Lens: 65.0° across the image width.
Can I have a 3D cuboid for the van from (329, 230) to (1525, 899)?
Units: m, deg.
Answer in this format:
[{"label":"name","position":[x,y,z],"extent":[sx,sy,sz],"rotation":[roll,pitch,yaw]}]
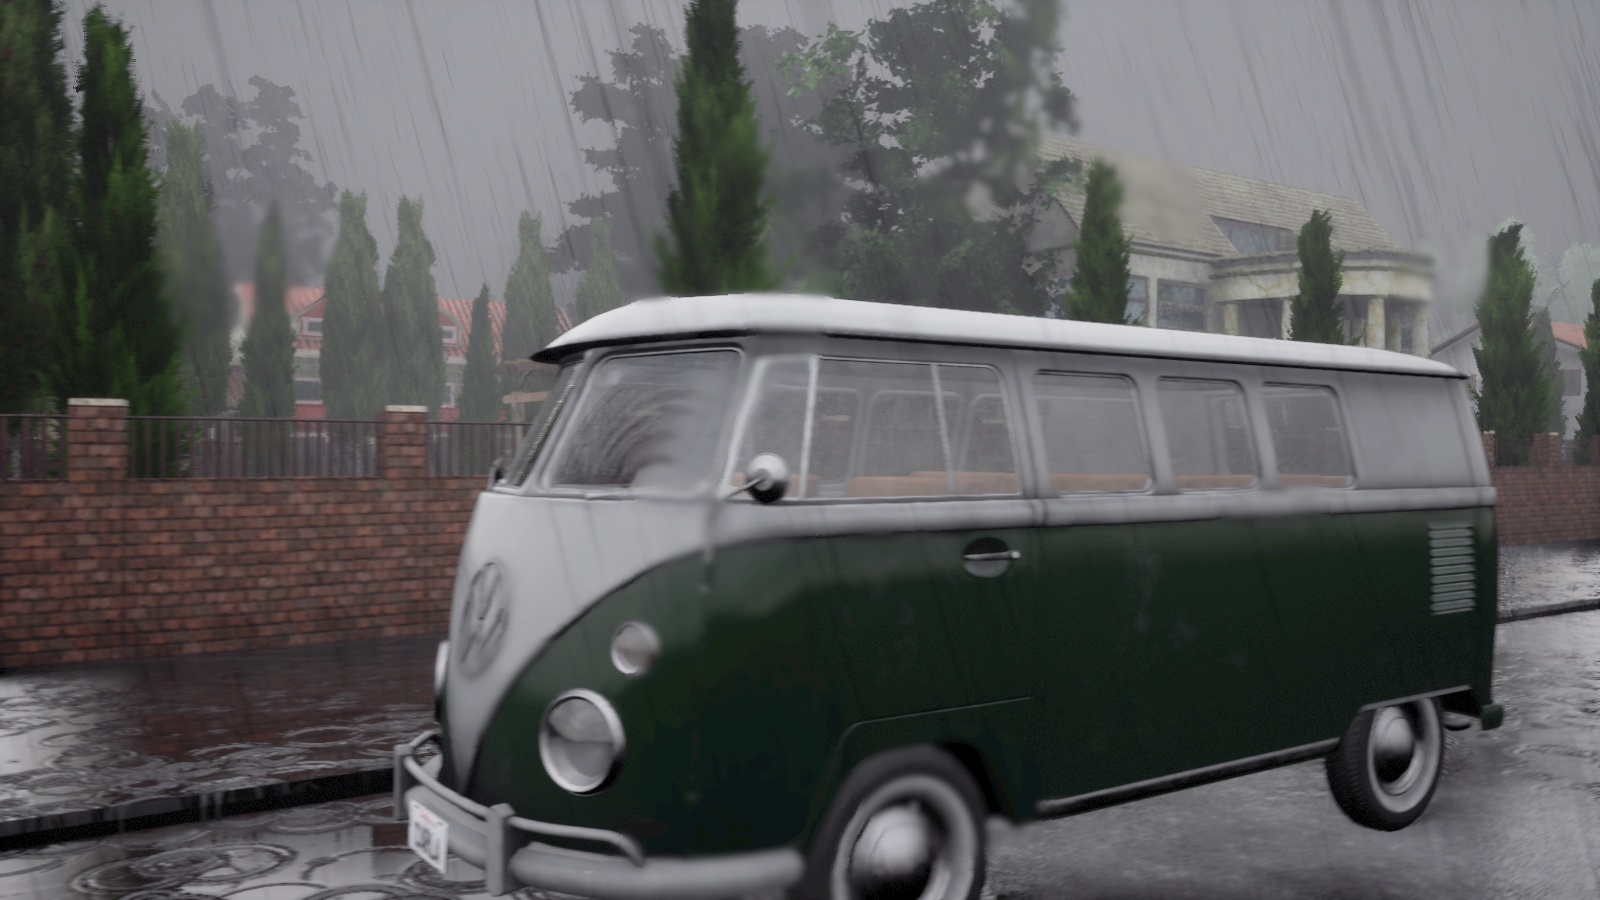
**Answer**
[{"label":"van","position":[0.739,0.508,4.784],"extent":[4.442,1.987,1.775],"rotation":[0,0,-35]}]
